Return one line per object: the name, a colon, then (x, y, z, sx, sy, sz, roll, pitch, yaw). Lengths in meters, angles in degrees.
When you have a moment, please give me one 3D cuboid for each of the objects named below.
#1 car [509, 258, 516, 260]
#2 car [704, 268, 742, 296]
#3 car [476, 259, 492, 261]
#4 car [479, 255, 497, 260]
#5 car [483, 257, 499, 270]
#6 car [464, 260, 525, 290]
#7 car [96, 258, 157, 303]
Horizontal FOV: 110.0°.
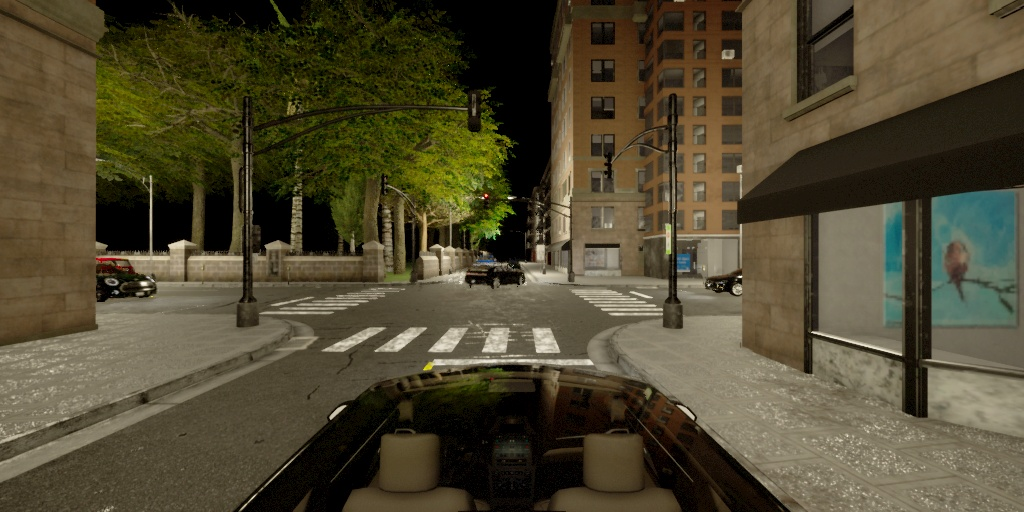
car: (0.152, 1.260, 50.423, 1.994, 1.385, 4.181, 0, 0, 0)
car: (12.684, 1.271, 18.668, 4.892, 1.490, 1.837, 0, 0, 1)
car: (-3.064, 1.293, 33.589, 1.994, 1.385, 4.181, 0, 0, 0)
car: (-3.056, 0.933, 42.898, 2.150, 2.045, 5.566, 0, 0, 0)
car: (-3.035, 1.044, 52.958, 2.097, 1.767, 4.553, 0, 0, 0)
car: (-0.949, 1.236, 22.370, 2.128, 1.511, 4.902, 1, 0, 31)
car: (-18.690, 1.082, 15.889, 4.553, 1.767, 2.097, 0, 0, 1)
